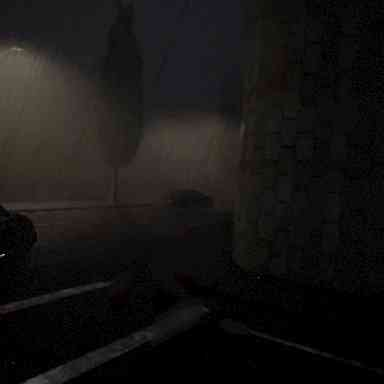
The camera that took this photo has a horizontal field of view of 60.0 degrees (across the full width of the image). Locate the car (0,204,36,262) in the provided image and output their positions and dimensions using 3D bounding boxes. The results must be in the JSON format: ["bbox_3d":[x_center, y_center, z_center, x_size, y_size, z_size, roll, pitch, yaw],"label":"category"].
[{"bbox_3d":[-5.621,0.909,8.276,2.097,1.767,4.553,4,3,-8],"label":"car"}]

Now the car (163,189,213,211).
[{"bbox_3d":[-0.173,0.547,26.312,1.882,1.535,5.008,6,3,35],"label":"car"}]
